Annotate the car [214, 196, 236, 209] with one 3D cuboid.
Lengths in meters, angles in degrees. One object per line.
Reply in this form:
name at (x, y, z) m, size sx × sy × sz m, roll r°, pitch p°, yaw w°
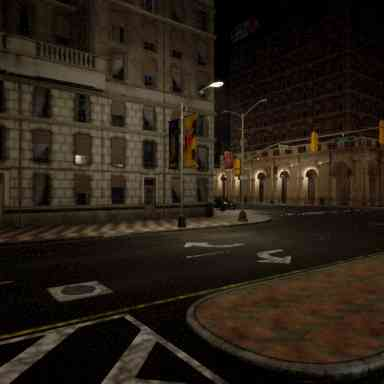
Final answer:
car at (3.738, 1.353, 43.651) m, size 2.097 × 1.767 × 4.553 m, roll 0°, pitch 0°, yaw -36°
